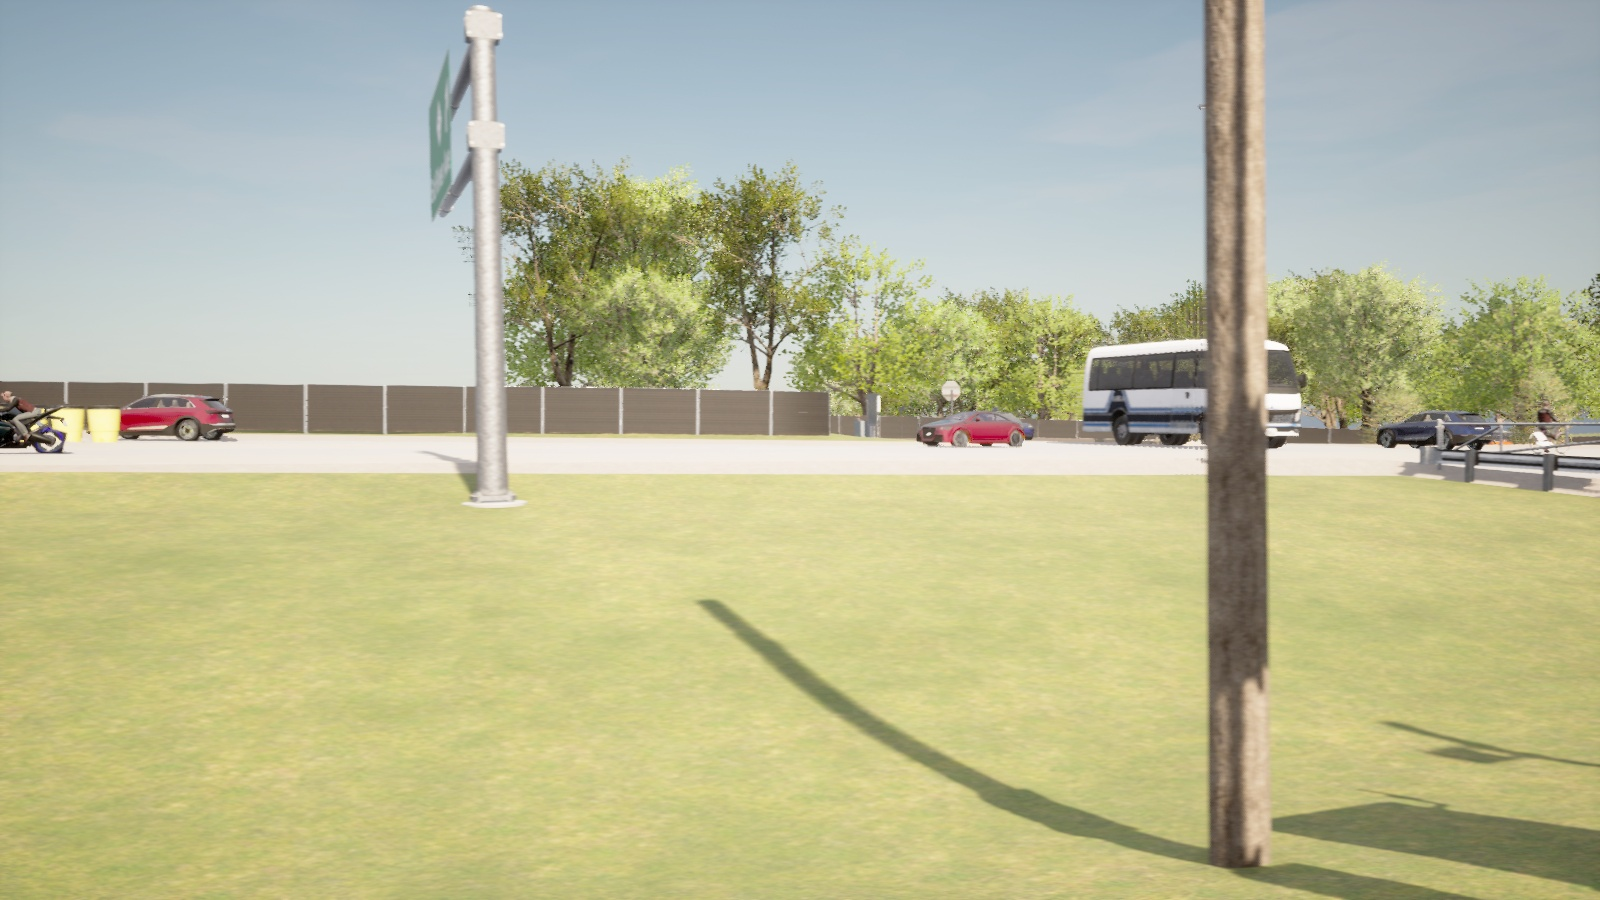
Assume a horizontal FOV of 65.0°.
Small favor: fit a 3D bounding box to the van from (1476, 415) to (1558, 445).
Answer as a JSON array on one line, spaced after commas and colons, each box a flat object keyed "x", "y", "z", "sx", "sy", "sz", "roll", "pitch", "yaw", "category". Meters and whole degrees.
[{"x": 48.458, "y": -1.348, "z": 84.910, "sx": 4.442, "sy": 1.987, "sz": 1.775, "roll": 0, "pitch": 1, "yaw": 10, "category": "van"}]

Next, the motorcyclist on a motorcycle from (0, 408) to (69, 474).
[{"x": -18.681, "y": -0.208, "z": 29.752, "sx": 2.191, "sy": 1.530, "sz": 0.866, "roll": -1, "pitch": 1, "yaw": -20, "category": "motorcyclist on a motorcycle"}]

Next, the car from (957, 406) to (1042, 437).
[{"x": 10.130, "y": -1.430, "z": 64.188, "sx": 2.163, "sy": 1.488, "sz": 4.792, "roll": -2, "pitch": 1, "yaw": -20, "category": "car"}]

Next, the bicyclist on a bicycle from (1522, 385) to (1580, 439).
[{"x": 25.153, "y": -1.280, "z": 42.068, "sx": 1.843, "sy": 1.776, "sz": 0.659, "roll": -1, "pitch": 1, "yaw": -20, "category": "bicyclist on a bicycle"}]

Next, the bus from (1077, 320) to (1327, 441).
[{"x": 15.492, "y": -2.569, "z": 49.691, "sx": 3.944, "sy": 4.253, "sz": 10.273, "roll": -1, "pitch": 1, "yaw": -20, "category": "bus"}]

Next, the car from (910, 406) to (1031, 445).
[{"x": 6.409, "y": -0.918, "z": 47.136, "sx": 4.181, "sy": 1.385, "sz": 1.994, "roll": -2, "pitch": 1, "yaw": -31, "category": "car"}]

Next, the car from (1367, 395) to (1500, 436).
[{"x": 26.398, "y": -1.408, "z": 52.508, "sx": 2.033, "sy": 1.649, "sz": 4.856, "roll": -1, "pitch": 1, "yaw": -21, "category": "car"}]

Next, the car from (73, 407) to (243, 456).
[{"x": -22.331, "y": -0.656, "z": 43.839, "sx": 4.856, "sy": 1.649, "sz": 2.033, "roll": -1, "pitch": 1, "yaw": 0, "category": "car"}]
